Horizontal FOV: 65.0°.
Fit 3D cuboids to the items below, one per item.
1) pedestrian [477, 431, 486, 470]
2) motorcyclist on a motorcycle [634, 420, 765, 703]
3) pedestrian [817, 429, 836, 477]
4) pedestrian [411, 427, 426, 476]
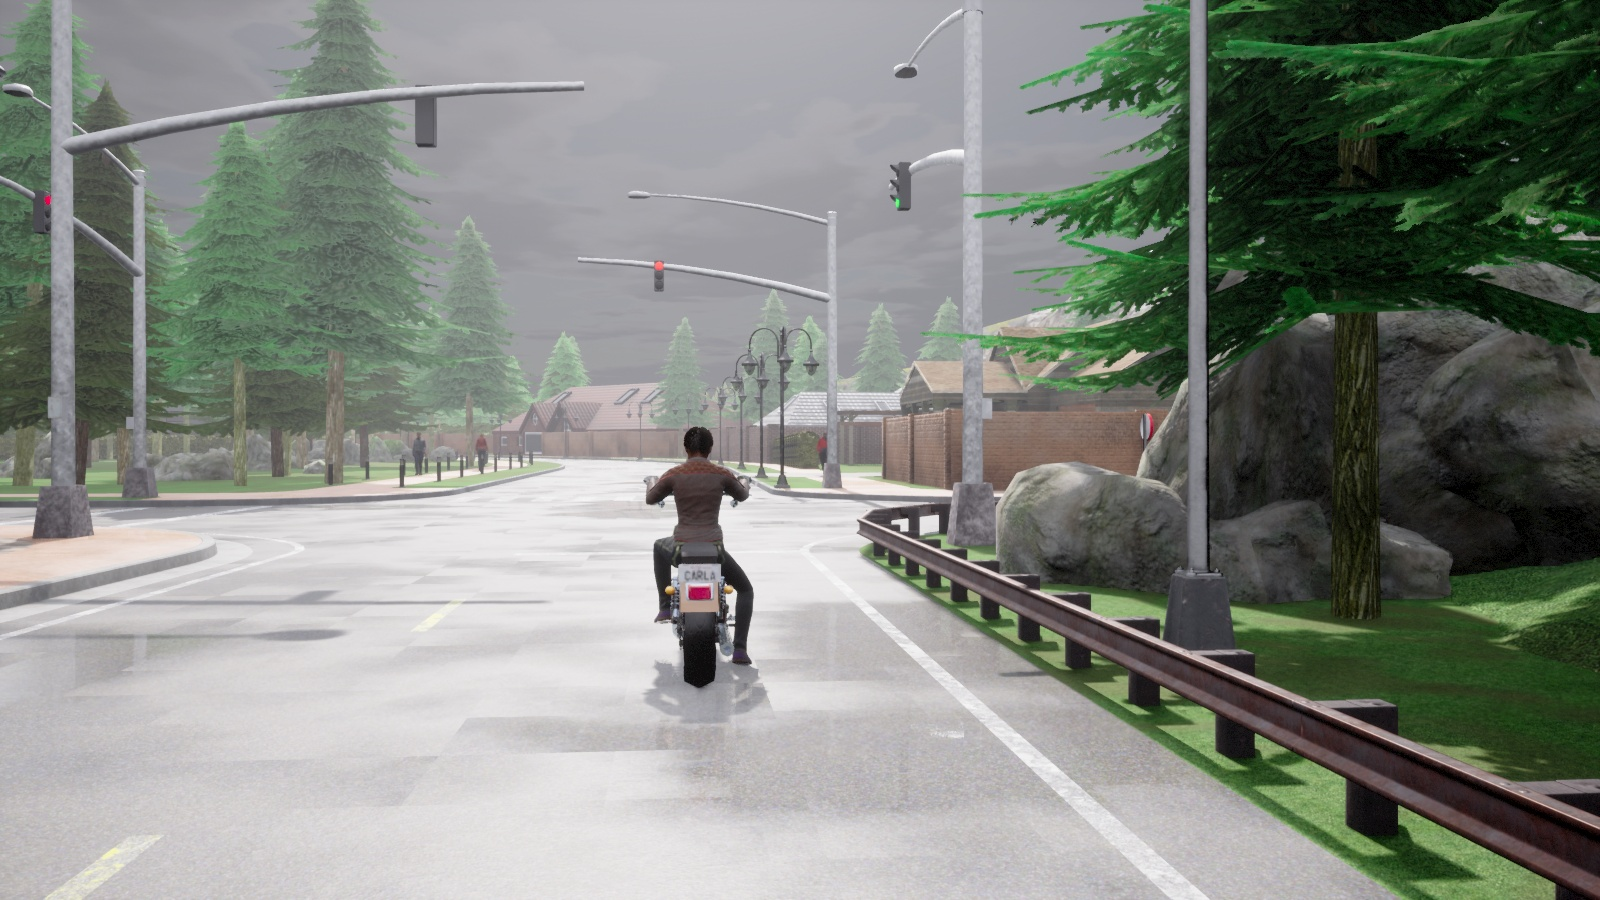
[{"bbox_3d":[-14.968,0.027,58.959,0.331,1.846,0.636,0,0,-7],"label":"pedestrian"},{"bbox_3d":[-0.693,0.648,8.534,0.766,1.649,2.350,0,0,-5],"label":"motorcyclist on a motorcycle"},{"bbox_3d":[1.025,0.108,48.734,0.634,1.844,0.899,0,0,-5],"label":"pedestrian"},{"bbox_3d":[-15.279,0.076,50.322,0.423,1.949,0.788,0,0,-5],"label":"pedestrian"}]
